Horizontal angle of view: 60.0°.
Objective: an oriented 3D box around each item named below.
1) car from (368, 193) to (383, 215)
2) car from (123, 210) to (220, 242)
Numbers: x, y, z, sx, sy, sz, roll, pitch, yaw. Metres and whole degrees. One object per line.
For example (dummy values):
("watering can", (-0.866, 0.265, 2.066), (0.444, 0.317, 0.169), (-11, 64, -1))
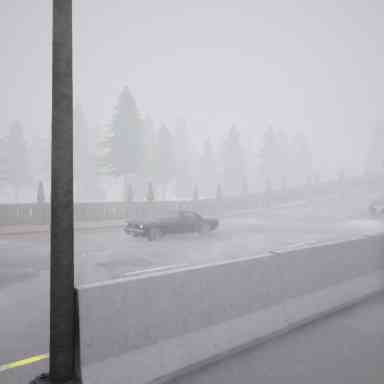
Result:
("car", (14.489, 0.752, 23.852), (4.902, 1.511, 2.128), (-6, 3, -37))
("car", (-0.966, 1.593, 16.522), (4.718, 1.301, 1.895), (0, 0, -38))
